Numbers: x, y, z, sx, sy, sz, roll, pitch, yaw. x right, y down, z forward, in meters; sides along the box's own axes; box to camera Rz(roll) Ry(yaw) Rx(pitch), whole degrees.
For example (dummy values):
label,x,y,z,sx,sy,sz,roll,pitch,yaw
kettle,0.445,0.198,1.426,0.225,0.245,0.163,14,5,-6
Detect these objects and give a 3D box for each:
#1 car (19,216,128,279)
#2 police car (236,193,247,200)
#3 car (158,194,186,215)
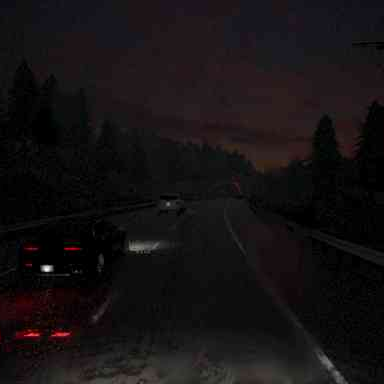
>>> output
label,x,y,z,sx,sy,sz,roll,pitch,yaw
car,-3.233,1.486,9.989,1.837,1.490,4.892,0,0,2
police car,12.934,1.265,89.452,1.930,1.638,5.238,0,0,15
car,-1.879,1.162,32.642,2.150,2.045,5.566,0,0,5
